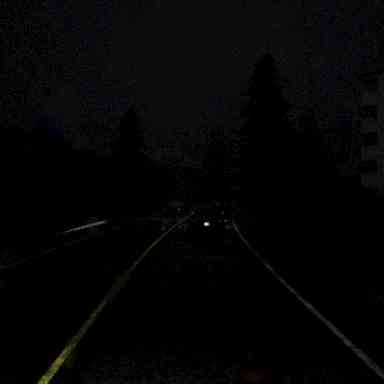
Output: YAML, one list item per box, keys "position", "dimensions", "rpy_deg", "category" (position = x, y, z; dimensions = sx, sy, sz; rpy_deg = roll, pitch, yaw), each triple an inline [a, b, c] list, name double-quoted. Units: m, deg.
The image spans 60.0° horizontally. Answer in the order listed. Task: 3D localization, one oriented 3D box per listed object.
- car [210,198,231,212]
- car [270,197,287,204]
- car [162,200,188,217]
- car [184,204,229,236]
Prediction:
- position: [3.222, 1.441, 37.753]
  dimensions: [2.097, 1.767, 4.553]
  rpy_deg: [0, 0, 12]
  category: "car"
- position: [17.950, 1.695, 67.594]
  dimensions: [4.902, 1.511, 2.128]
  rpy_deg: [0, 0, -39]
  category: "car"
- position: [-1.503, 1.550, 31.970]
  dimensions: [1.882, 1.535, 5.008]
  rpy_deg: [0, 0, 8]
  category: "car"
- position: [0.872, 1.608, 18.834]
  dimensions: [1.994, 1.385, 4.181]
  rpy_deg: [0, 0, 4]
  category: "car"
